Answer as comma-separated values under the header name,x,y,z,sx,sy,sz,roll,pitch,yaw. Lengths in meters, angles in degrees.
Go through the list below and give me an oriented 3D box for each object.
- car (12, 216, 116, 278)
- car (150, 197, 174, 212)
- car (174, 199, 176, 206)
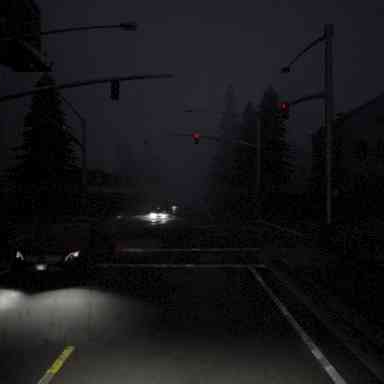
name,x,y,z,sx,sy,sz,roll,pitch,yaw
car,-3.612,1.525,10.254,1.812,1.442,4.674,0,0,0
car,-3.618,1.491,38.108,2.128,1.511,4.902,0,0,0
car,-3.581,1.525,53.755,1.812,1.442,4.674,0,0,1
